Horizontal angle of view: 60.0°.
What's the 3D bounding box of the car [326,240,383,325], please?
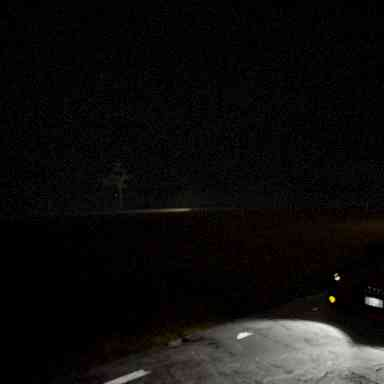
[{"bbox_3d":[4.436,1.510,6.350,4.181,1.385,1.994,-1,0,-36],"label":"car"}]
